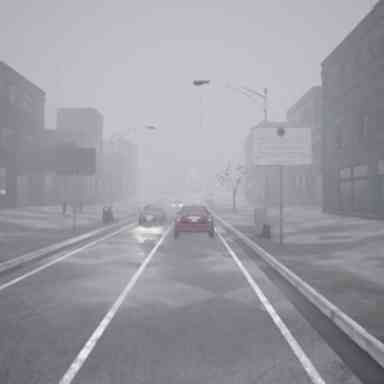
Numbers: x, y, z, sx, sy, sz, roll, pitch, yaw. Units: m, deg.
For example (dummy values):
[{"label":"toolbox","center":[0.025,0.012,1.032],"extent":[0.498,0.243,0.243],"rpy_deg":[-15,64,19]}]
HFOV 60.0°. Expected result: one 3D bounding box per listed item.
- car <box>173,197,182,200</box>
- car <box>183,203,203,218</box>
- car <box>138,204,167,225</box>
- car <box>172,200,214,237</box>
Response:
[{"label":"car","center":[-2.966,1.692,67.660],"extent":[1.812,1.442,4.674],"rpy_deg":[0,2,0]},{"label":"car","center":[0.113,1.989,37.172],"extent":[2.033,1.411,5.357],"rpy_deg":[0,-1,0]},{"label":"car","center":[-3.084,1.754,26.481],"extent":[2.128,1.511,4.902],"rpy_deg":[0,-1,0]},{"label":"car","center":[0.109,1.491,19.103],"extent":[2.097,1.767,4.553],"rpy_deg":[0,-1,0]}]
